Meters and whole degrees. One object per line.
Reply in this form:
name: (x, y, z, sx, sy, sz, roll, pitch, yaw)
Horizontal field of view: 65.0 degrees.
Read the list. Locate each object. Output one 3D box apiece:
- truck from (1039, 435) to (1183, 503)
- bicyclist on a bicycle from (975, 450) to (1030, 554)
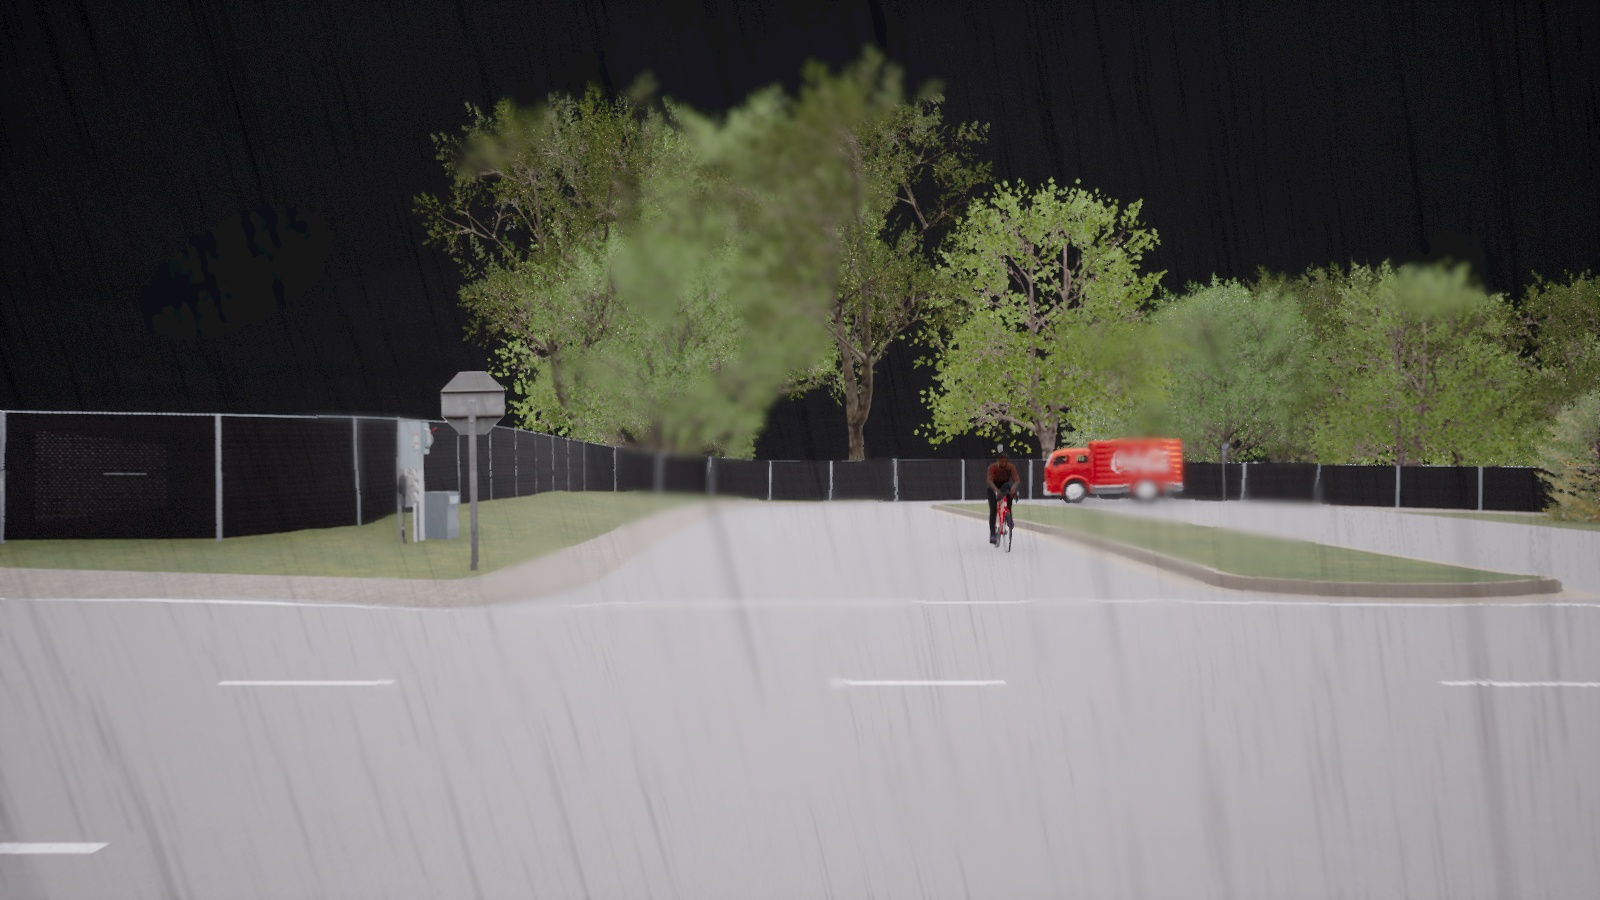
truck: (12.176, 0.756, 49.523, 5.204, 2.467, 2.627, -2, 0, 8)
bicyclist on a bicycle: (3.280, 0.814, 20.437, 0.582, 1.620, 1.656, -1, 0, -1)
